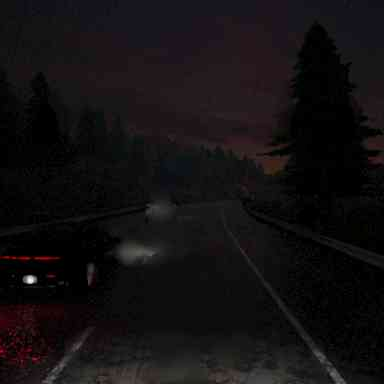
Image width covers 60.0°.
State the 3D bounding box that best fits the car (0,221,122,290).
[{"bbox_3d":[-3.283,1.566,9.278,1.837,1.490,4.892,0,0,1],"label":"car"}]

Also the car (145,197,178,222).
[{"bbox_3d":[-2.478,1.408,28.324,2.150,2.045,5.566,0,-1,4],"label":"car"}]
